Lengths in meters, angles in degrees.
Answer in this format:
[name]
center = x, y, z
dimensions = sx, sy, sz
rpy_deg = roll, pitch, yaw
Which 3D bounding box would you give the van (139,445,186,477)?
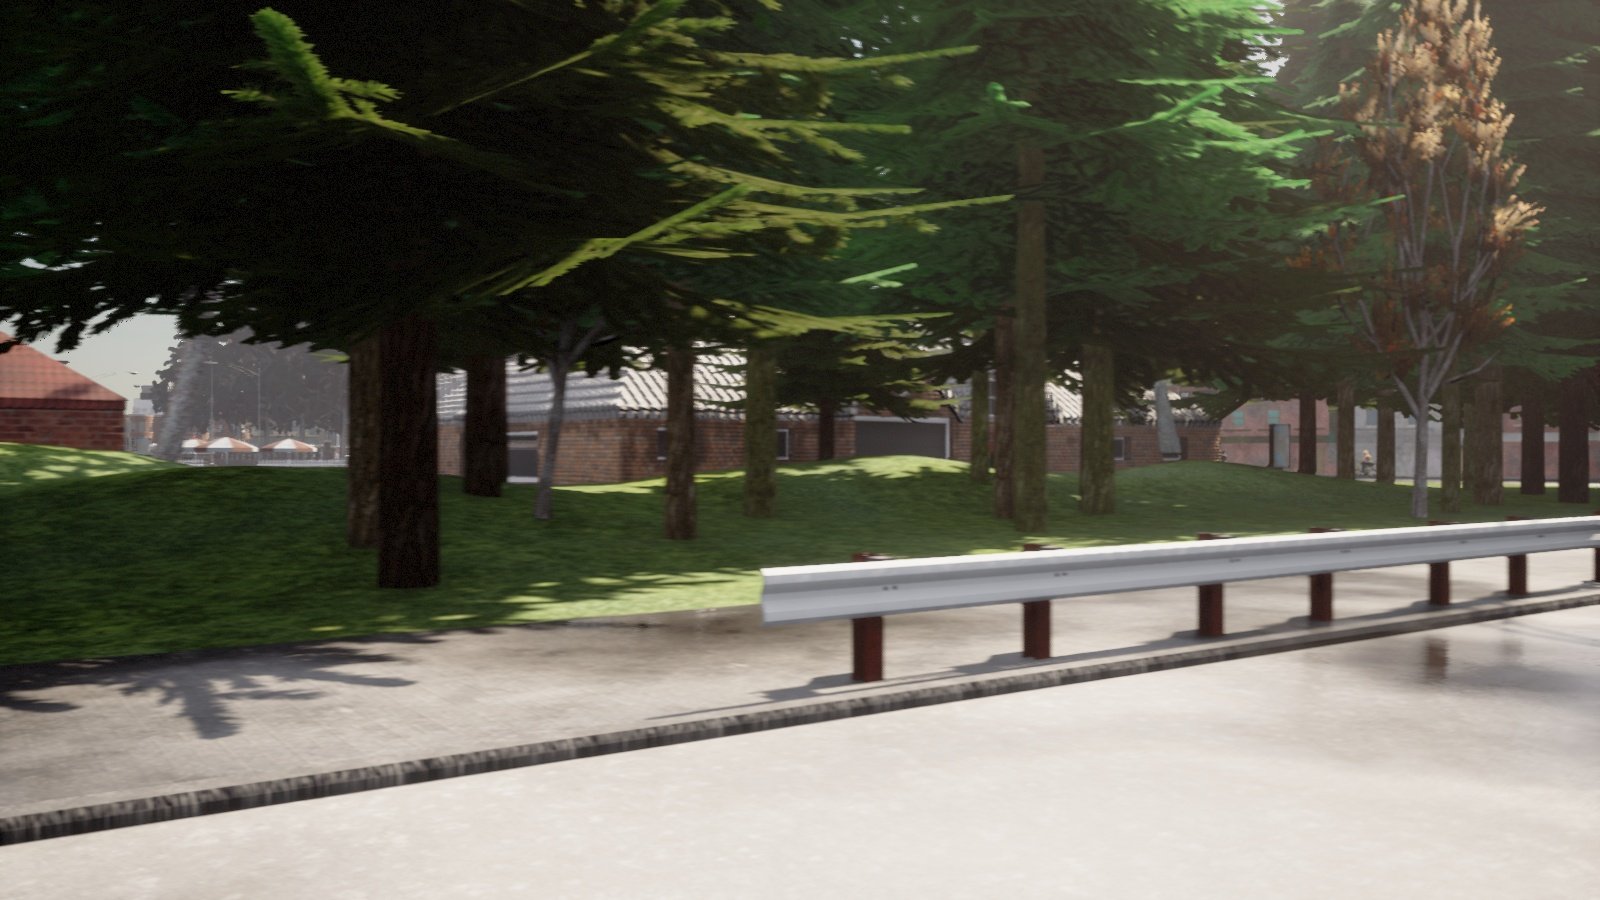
[van]
center = -42.284, 0.735, 83.286
dimensions = 2.069, 2.038, 4.480
rpy_deg = 0, 0, -36
